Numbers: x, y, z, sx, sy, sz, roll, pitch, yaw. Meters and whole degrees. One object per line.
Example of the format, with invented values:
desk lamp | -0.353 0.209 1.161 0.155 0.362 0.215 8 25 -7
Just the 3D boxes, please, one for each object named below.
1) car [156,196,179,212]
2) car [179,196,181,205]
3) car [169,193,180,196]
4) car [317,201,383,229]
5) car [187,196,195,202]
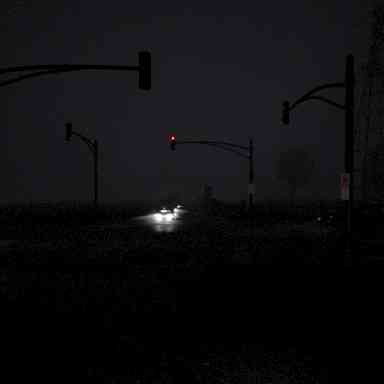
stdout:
car | -2.961 1.486 37.661 2.128 1.511 4.902 0 0 -1
car | -3.013 1.596 47.477 1.895 1.301 4.718 0 0 0
car | -3.060 1.218 57.828 2.150 2.045 5.566 0 0 0
car | 9.879 1.313 19.477 4.892 1.490 1.837 0 1 0
car | -0.332 1.596 78.375 1.895 1.301 4.718 0 0 0
